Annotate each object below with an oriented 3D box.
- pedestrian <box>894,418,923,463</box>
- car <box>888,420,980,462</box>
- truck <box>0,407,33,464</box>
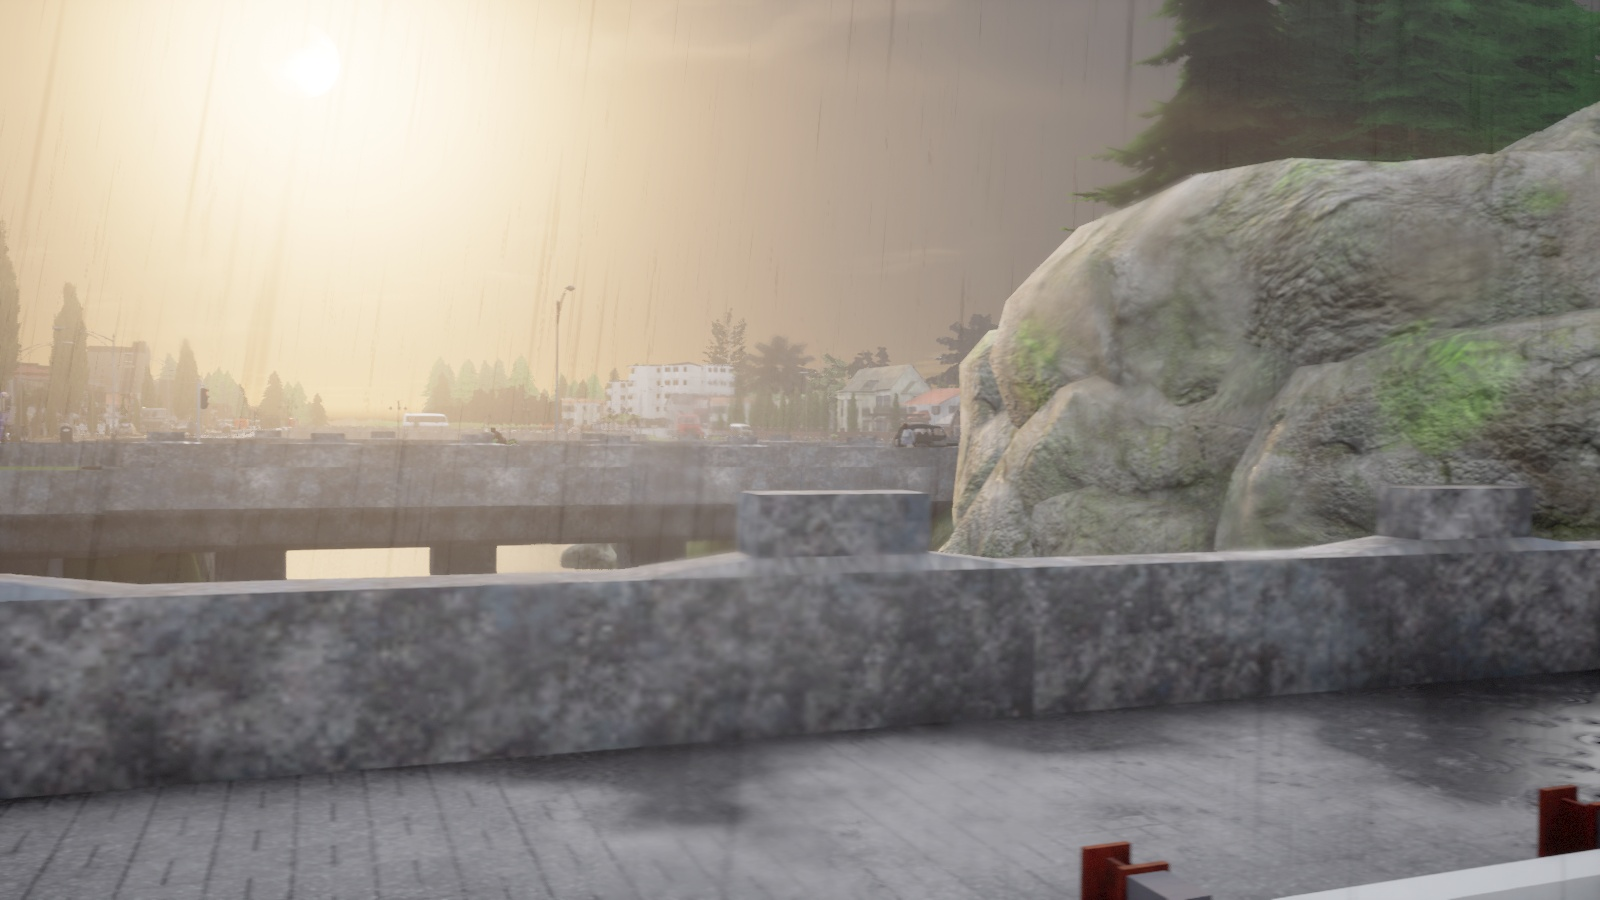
[{"bbox_3d":[4.572,-0.401,52.836,0.900,1.855,0.874,-1,1,-26],"label":"pedestrian"},{"bbox_3d":[6.288,-0.435,59.088,3.866,1.878,1.905,-1,1,-21],"label":"car"},{"bbox_3d":[-51.325,-0.928,79.861,2.891,3.462,7.936,-1,1,-21],"label":"truck"}]
